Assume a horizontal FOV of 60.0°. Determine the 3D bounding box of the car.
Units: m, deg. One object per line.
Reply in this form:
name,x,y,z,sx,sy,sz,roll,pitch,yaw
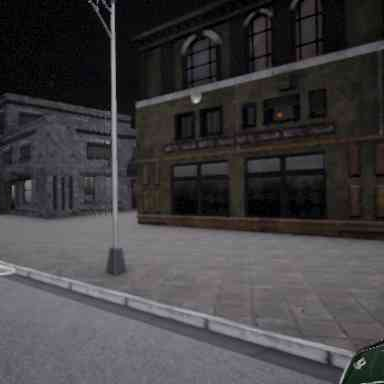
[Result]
car,2.946,1.354,1.345,4.553,1.767,2.097,0,0,35
